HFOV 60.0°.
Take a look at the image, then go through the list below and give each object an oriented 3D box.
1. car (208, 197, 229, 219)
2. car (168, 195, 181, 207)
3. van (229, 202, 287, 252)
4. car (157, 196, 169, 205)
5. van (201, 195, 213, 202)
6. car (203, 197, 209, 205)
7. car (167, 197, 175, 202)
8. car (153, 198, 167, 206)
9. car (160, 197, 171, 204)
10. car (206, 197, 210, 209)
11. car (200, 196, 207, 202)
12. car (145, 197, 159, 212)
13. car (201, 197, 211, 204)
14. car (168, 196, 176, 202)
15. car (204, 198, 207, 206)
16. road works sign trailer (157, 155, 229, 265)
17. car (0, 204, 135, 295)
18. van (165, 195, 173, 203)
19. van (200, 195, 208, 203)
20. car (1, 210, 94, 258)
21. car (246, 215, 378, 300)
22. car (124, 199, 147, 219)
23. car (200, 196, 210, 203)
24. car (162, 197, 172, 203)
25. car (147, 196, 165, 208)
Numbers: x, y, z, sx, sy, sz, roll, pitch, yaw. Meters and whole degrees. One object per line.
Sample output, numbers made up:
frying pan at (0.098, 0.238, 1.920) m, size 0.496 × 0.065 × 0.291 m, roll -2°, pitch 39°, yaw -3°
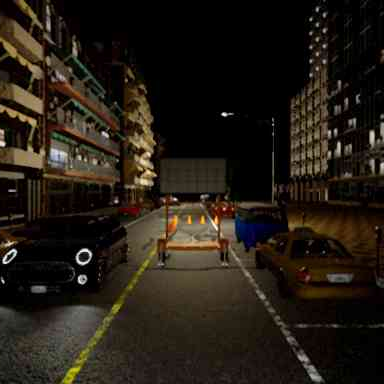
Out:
car at (2.776, 1.523, 30.317) m, size 1.967 × 1.590 × 4.097 m, roll 0°, pitch 0°, yaw 0°
car at (-2.831, 1.719, 55.647) m, size 2.033 × 1.411 × 5.357 m, roll 0°, pitch 0°, yaw 0°
van at (2.726, 1.375, 13.738) m, size 1.690 × 1.788 × 3.998 m, roll 0°, pitch 0°, yaw 0°
car at (-5.503, 1.637, 63.502) m, size 1.967 × 1.590 × 4.097 m, roll 0°, pitch 0°, yaw 0°
van at (2.860, 1.518, 57.951) m, size 1.690 × 1.788 × 3.998 m, roll 0°, pitch 0°, yaw 0°
car at (2.827, 1.719, 46.897) m, size 1.802 × 1.307 × 4.206 m, roll 0°, pitch 0°, yaw 0°
car at (-5.435, 1.870, 85.609) m, size 1.802 × 1.307 × 4.206 m, roll 0°, pitch 0°, yaw 0°
car at (-5.519, 1.727, 57.977) m, size 2.008 × 1.369 × 4.403 m, roll 0°, pitch 0°, yaw 0°
car at (-5.485, 1.785, 69.029) m, size 1.947 × 1.339 × 4.313 m, roll 0°, pitch 0°, yaw 0°
car at (2.794, 1.627, 36.014) m, size 1.752 × 1.417 × 4.829 m, roll 0°, pitch 0°, yaw 0°
car at (2.945, 1.815, 85.753) m, size 1.752 × 1.417 × 4.829 m, roll 0°, pitch 0°, yaw 0°
car at (-5.570, 1.643, 41.227) m, size 1.752 × 1.417 × 4.829 m, roll 0°, pitch 0°, yaw 0°
car at (2.895, 1.785, 69.004) m, size 1.947 × 1.339 × 4.313 m, roll 0°, pitch 0°, yaw 0°
car at (-5.418, 1.894, 91.135) m, size 1.802 × 1.307 × 4.206 m, roll 0°, pitch 0°, yaw 0°
car at (2.811, 1.701, 41.371) m, size 1.802 × 1.307 × 4.206 m, roll 0°, pitch 0°, yaw 0°
road works sign trailer at (0.035, 0.493, 11.746) m, size 2.380 × 3.560 × 2.880 m, roll 0°, pitch 0°, yaw 0°
car at (-3.074, 1.373, 8.938) m, size 2.097 × 1.767 × 4.553 m, roll 0°, pitch 0°, yaw 0°
van at (-5.453, 1.606, 80.084) m, size 1.690 × 1.788 × 3.998 m, roll 0°, pitch 0°, yaw 0°
van at (2.927, 1.606, 80.059) m, size 1.690 × 1.788 × 3.998 m, roll 0°, pitch 0°, yaw 0°
car at (-5.653, 1.579, 13.763) m, size 1.887 × 1.381 × 4.507 m, roll 0°, pitch 0°, yaw 0°
car at (2.710, 1.546, 8.382) m, size 1.752 × 1.417 × 4.829 m, roll 0°, pitch 0°, yaw 0°
car at (-5.603, 1.628, 30.344) m, size 1.887 × 1.381 × 4.507 m, roll 0°, pitch 0°, yaw 0°
car at (2.911, 1.682, 74.530) m, size 1.967 × 1.590 × 4.097 m, roll 0°, pitch 0°, yaw 0°
car at (-5.469, 1.786, 74.556) m, size 1.887 × 1.381 × 4.507 m, roll 0°, pitch 0°, yaw 0°
car at (-5.555, 1.452, 46.924) m, size 2.192 × 1.841 × 5.009 m, roll 0°, pitch 0°, yaw 0°
